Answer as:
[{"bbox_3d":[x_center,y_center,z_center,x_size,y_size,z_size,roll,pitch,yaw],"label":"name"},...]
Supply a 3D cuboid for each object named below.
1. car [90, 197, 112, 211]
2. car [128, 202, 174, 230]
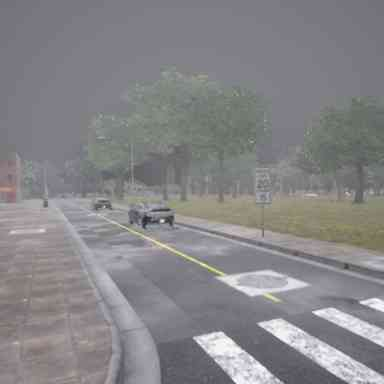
[{"bbox_3d":[-10.503,1.351,38.385,1.837,1.490,4.892,-1,1,-24],"label":"car"},{"bbox_3d":[-2.600,1.339,20.268,2.128,1.511,4.902,-1,1,-24],"label":"car"}]
